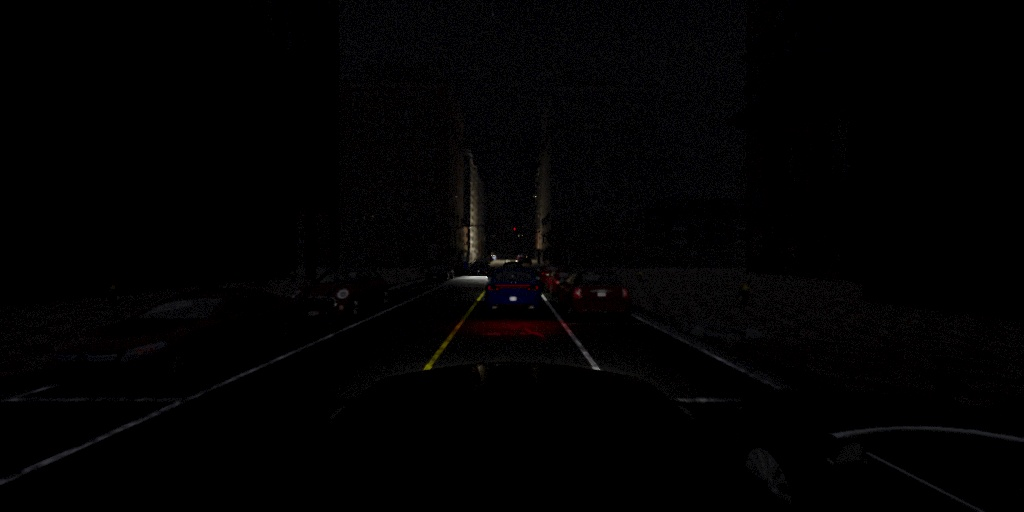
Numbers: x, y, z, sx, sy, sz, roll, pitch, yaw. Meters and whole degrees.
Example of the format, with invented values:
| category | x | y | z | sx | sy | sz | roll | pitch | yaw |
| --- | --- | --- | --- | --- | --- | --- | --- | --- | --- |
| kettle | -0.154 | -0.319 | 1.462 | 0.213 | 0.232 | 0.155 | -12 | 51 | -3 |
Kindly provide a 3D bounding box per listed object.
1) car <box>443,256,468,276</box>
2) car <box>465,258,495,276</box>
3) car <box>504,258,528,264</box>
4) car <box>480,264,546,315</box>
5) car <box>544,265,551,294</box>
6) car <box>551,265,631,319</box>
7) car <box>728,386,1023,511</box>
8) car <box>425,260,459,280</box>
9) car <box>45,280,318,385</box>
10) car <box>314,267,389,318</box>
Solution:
| category | x | y | z | sx | sy | sz | roll | pitch | yaw |
| --- | --- | --- | --- | --- | --- | --- | --- | --- | --- |
| car | -5.864 | 0.964 | 35.150 | 2.192 | 1.841 | 5.009 | 0 | 0 | 0 |
| car | -3.082 | 1.214 | 35.131 | 1.994 | 1.385 | 4.181 | 0 | 0 | 0 |
| car | 0.062 | 1.174 | 28.494 | 1.837 | 1.490 | 4.892 | 0 | 0 | 0 |
| car | 0.063 | 1.194 | 13.498 | 1.882 | 1.535 | 5.008 | 0 | -1 | 1 |
| car | 2.664 | 1.284 | 18.207 | 1.802 | 1.307 | 4.207 | 0 | 0 | 0 |
| car | 2.665 | 1.159 | 12.567 | 1.967 | 1.591 | 4.097 | 0 | 0 | 0 |
| car | 2.667 | 1.302 | 1.289 | 2.007 | 1.370 | 4.403 | 0 | 0 | 0 |
| car | -5.864 | 1.232 | 29.510 | 1.948 | 1.339 | 4.313 | 0 | 0 | 0 |
| car | -5.860 | 1.317 | 6.949 | 1.802 | 1.307 | 4.207 | 0 | 0 | 0 |
| car | -5.861 | 1.158 | 12.591 | 1.967 | 1.591 | 4.097 | 0 | 0 | 0 |
